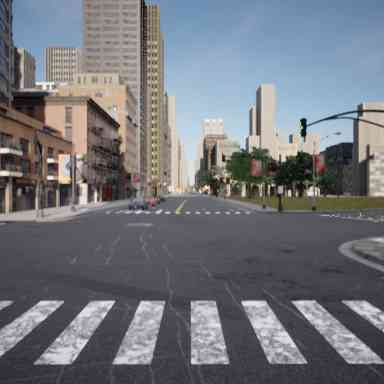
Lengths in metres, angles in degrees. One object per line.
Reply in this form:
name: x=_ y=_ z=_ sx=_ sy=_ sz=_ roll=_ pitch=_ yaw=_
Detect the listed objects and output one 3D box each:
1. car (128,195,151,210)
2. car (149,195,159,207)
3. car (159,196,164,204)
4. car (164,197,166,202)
car: x=-6.659 y=1.471 z=41.507 sx=1.812 sy=1.442 sz=4.674 roll=0 pitch=0 yaw=0
car: x=-6.643 y=1.279 z=50.559 sx=2.097 sy=1.767 sz=4.553 roll=0 pitch=0 yaw=0
car: x=-6.631 y=1.473 z=59.610 sx=1.994 sy=1.385 sz=4.181 roll=0 pitch=0 yaw=0
car: x=-6.557 y=1.481 z=69.742 sx=1.895 sy=1.301 sz=4.718 roll=0 pitch=0 yaw=0
